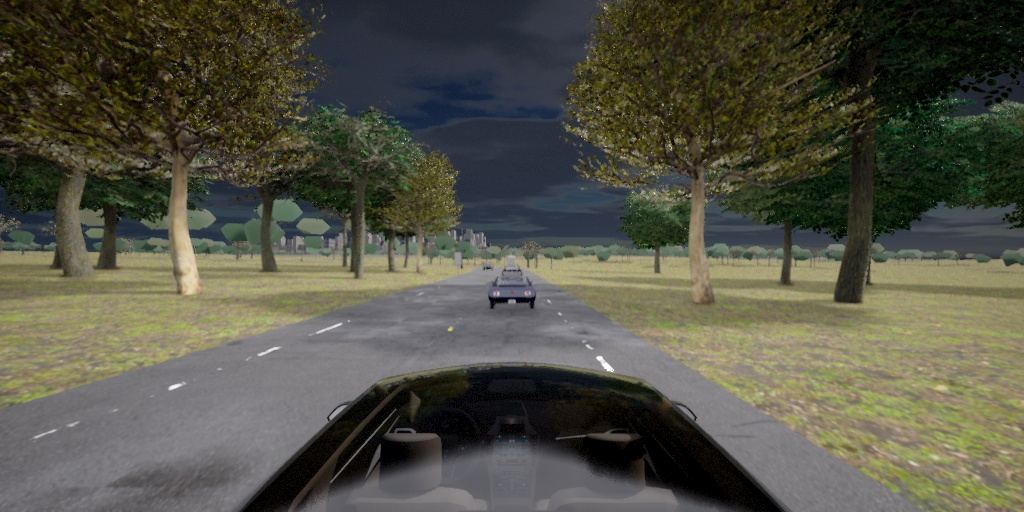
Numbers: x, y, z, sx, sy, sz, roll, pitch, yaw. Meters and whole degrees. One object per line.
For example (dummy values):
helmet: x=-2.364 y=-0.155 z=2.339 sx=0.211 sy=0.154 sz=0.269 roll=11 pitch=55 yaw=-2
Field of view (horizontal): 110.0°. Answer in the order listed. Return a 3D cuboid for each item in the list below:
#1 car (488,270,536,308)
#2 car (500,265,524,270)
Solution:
car: x=0.007 y=1.486 z=15.954 sx=1.895 sy=1.301 sz=4.718 roll=0 pitch=-1 yaw=0
car: x=0.015 y=1.552 z=31.161 sx=2.128 sy=1.511 sz=4.902 roll=0 pitch=-1 yaw=0
